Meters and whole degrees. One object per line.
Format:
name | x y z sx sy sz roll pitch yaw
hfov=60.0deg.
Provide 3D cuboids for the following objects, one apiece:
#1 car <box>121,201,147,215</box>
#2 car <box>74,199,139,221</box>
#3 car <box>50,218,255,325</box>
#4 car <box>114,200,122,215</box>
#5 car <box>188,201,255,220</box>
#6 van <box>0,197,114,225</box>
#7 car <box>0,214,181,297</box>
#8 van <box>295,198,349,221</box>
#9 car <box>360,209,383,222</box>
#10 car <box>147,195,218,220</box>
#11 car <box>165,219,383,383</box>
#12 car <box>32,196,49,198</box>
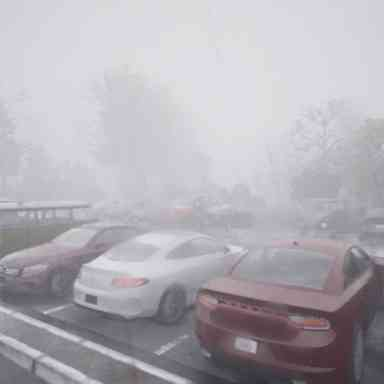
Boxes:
car | -2.392 1.503 24.118 2.163 1.488 4.792 1 0 35
car | -6.871 1.419 27.348 2.231 1.521 4.892 1 0 35
car | -0.296 1.555 7.230 2.002 1.452 4.674 -1 0 35
car | -4.693 1.475 25.755 2.163 1.488 4.792 1 0 35
car | 2.233 1.527 20.858 2.097 1.535 5.008 1 0 35
van | -4.947 1.301 10.683 1.878 1.987 4.442 0 0 35
car | -2.603 1.572 8.876 2.002 1.452 4.674 -1 0 35
van | 6.876 1.290 17.415 1.878 1.987 4.442 -1 0 35
car | 9.267 1.524 15.898 2.163 1.488 4.792 -1 0 35
car | -0.088 1.250 22.481 2.435 2.045 5.566 1 0 35
car | 2.005 1.494 5.590 2.097 1.535 5.008 -1 0 35
car | -11.581 1.360 30.684 2.097 1.535 5.008 1 0 35
